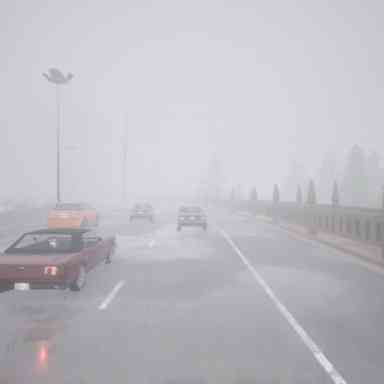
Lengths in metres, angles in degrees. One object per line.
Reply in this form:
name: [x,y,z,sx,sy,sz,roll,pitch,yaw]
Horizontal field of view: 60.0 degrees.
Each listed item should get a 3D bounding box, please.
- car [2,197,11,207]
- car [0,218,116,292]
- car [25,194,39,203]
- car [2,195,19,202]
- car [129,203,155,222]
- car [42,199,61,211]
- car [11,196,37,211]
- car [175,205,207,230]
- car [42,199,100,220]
car: [-30.660,1.660,55.795,1.882,1.535,5.008,0,0,-26]
car: [-3.399,1.606,8.886,1.895,1.301,4.718,0,0,0]
car: [-37.918,1.513,78.509,2.150,2.045,5.566,0,0,-42]
car: [-42.973,1.518,78.772,2.128,1.511,4.902,0,0,-45]
car: [-4.024,1.576,26.869,2.033,1.411,5.357,0,0,-6]
car: [-18.128,1.615,43.097,1.812,1.442,4.674,0,0,-16]
car: [-21.863,1.624,43.468,1.812,1.442,4.674,0,0,-18]
car: [-0.103,1.566,21.393,2.033,1.411,5.357,0,0,-3]
car: [-7.095,1.370,20.292,2.097,1.767,4.553,0,0,-3]
